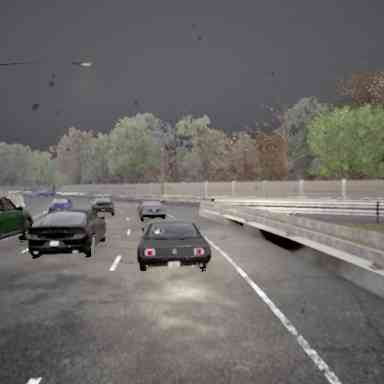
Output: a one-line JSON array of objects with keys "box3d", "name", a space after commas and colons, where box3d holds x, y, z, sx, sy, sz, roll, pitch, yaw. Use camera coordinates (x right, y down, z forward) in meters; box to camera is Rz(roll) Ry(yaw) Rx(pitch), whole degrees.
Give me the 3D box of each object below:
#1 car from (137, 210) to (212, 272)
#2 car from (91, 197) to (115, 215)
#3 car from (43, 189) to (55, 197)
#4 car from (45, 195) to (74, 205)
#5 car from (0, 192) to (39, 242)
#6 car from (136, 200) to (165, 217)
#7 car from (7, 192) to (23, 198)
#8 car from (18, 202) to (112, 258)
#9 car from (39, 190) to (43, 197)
[{"box3d": [-0.651, 1.490, 10.450, 1.895, 1.301, 4.718, 0, 1, -6], "name": "car"}, {"box3d": [-7.861, 1.207, 29.324, 1.837, 1.490, 4.892, 0, 1, -16], "name": "car"}, {"box3d": [-35.807, 0.309, 81.841, 5.566, 2.045, 2.150, 0, 1, 41], "name": "car"}, {"box3d": [-11.529, 1.238, 29.441, 1.812, 1.442, 4.674, 0, 1, -16], "name": "car"}, {"box3d": [-7.881, 1.105, 12.436, 2.150, 2.045, 5.566, 0, 0, -7], "name": "car"}, {"box3d": [-3.085, 1.289, 24.905, 2.033, 1.411, 5.357, 0, 1, -13], "name": "car"}, {"box3d": [-40.965, 0.686, 77.004, 4.181, 1.385, 1.994, 0, 1, 41], "name": "car"}, {"box3d": [-4.393, 1.354, 12.406, 1.882, 1.535, 5.008, 0, 1, -7], "name": "car"}, {"box3d": [-38.585, 0.639, 79.571, 5.357, 1.411, 2.033, 0, 1, 41], "name": "car"}]
